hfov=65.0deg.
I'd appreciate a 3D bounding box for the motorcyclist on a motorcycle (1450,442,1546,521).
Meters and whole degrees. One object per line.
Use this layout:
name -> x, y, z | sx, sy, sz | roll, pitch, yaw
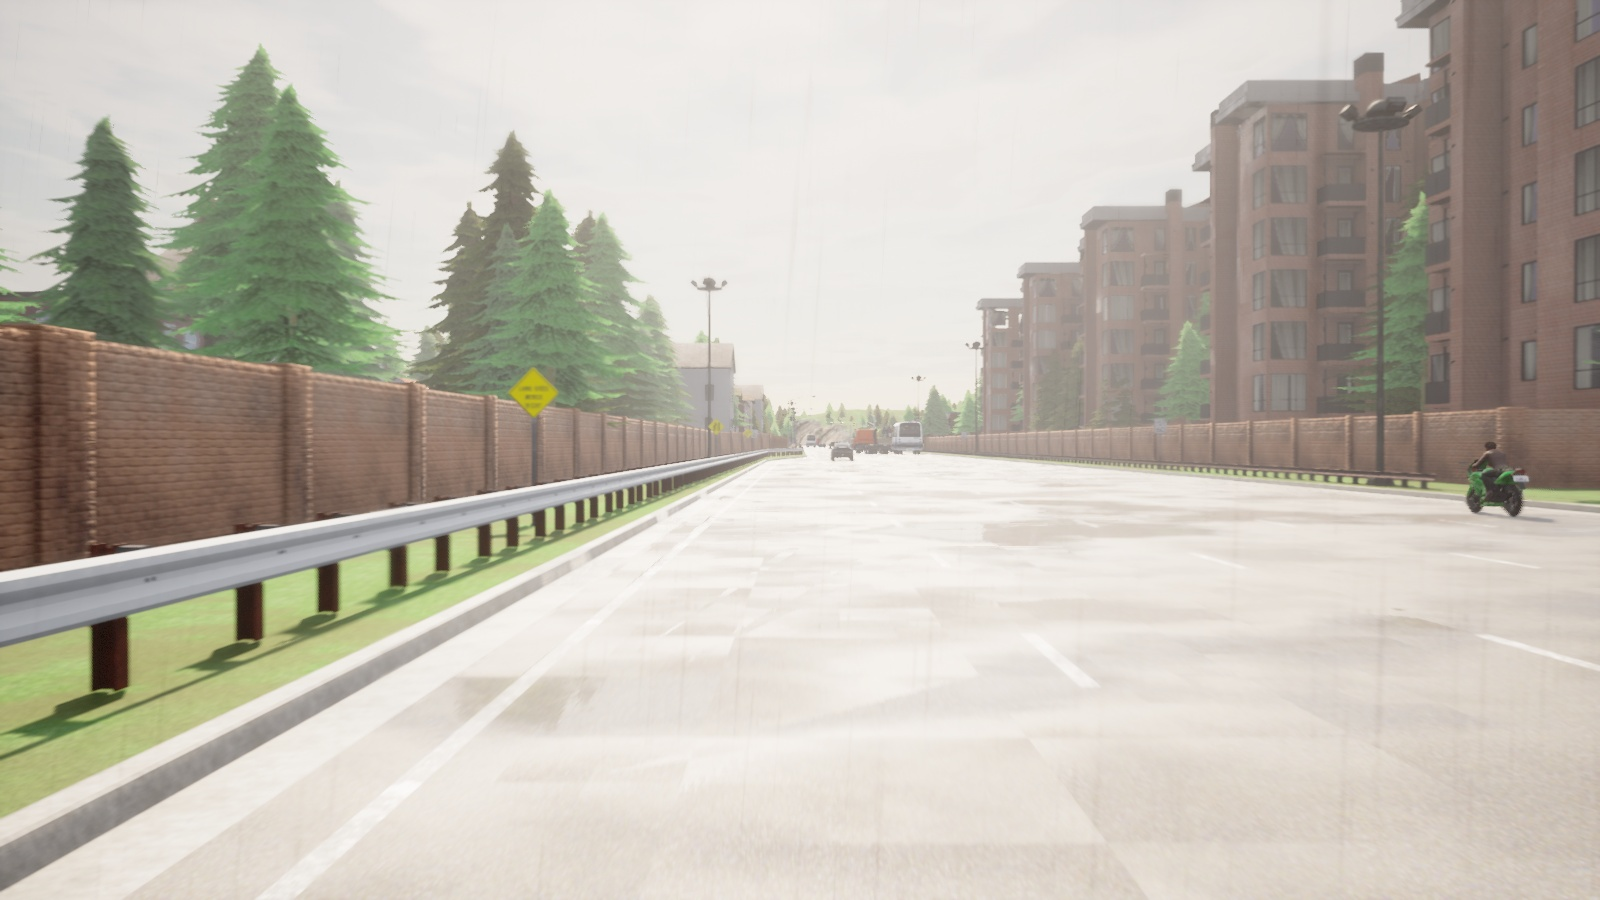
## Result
motorcyclist on a motorcycle -> 14.041, 0.598, 25.321 | 0.797, 1.523, 2.044 | 0, 0, 0
